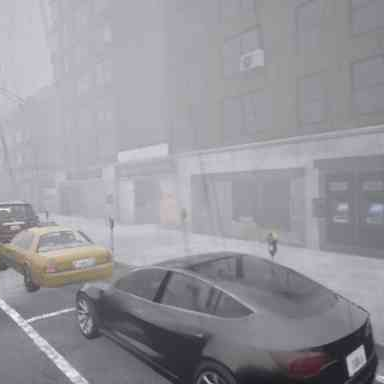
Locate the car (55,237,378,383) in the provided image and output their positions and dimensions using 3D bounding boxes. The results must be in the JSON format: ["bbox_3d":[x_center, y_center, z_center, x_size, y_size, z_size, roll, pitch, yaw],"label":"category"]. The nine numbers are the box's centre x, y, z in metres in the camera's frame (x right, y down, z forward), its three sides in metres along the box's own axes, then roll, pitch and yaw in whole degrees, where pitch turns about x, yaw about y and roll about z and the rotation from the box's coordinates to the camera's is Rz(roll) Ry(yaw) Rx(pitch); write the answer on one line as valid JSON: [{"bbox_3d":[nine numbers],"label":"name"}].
[{"bbox_3d":[0.015,1.472,4.384,1.947,1.339,4.313,-2,1,-42],"label":"car"}]

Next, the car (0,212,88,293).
[{"bbox_3d":[-3.782,1.444,8.627,1.752,1.417,4.829,-2,1,-42],"label":"car"}]

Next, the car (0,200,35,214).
[{"bbox_3d":[-7.356,1.245,12.613,2.192,1.841,5.009,-2,1,-42],"label":"car"}]
